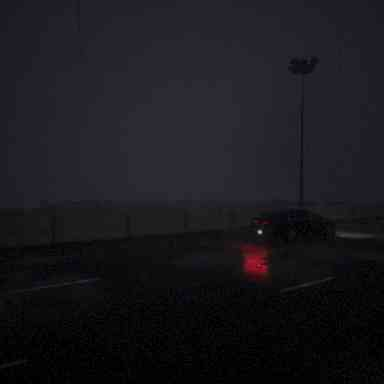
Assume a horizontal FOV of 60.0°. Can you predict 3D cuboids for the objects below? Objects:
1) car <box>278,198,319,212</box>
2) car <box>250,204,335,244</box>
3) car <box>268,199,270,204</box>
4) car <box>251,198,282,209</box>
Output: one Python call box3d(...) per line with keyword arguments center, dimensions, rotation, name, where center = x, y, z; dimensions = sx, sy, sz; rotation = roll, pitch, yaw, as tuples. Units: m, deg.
box3d(center=(12.487, 1.515, 38.948), dimensions=(4.902, 1.511, 2.128), rotation=(0, 0, -36), name="car")
box3d(center=(4.931, 1.494, 15.967), dimensions=(4.892, 1.490, 1.837), rotation=(0, 0, -36), name="car")
box3d(center=(10.301, 1.501, 41.685), dimensions=(5.008, 1.535, 1.882), rotation=(0, 0, -36), name="car")
box3d(center=(10.320, 1.606, 46.013), dimensions=(4.181, 1.385, 1.994), rotation=(1, 0, -36), name="car")
